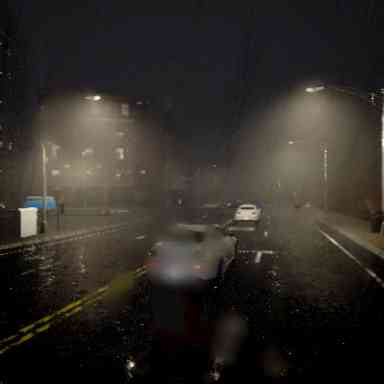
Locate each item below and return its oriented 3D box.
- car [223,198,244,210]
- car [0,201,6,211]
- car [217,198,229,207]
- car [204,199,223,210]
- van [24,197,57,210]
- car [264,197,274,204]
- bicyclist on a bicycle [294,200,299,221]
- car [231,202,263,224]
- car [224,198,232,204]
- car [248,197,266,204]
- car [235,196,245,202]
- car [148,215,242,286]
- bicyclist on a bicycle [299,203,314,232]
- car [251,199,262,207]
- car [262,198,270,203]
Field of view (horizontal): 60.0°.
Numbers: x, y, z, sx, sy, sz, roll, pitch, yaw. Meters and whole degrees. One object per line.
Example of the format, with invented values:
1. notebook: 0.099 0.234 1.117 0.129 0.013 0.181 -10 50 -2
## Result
1. car: 6.491 2.020 51.581 2.033 1.411 5.357 -1 -1 12
2. car: -23.868 1.328 36.871 5.566 2.045 2.150 1 0 -16
3. car: 6.320 2.109 67.436 1.882 1.535 5.008 -1 -1 11
4. car: 3.139 2.101 51.408 1.895 1.301 4.718 -1 -1 12
5. van: -19.994 1.530 44.020 3.998 1.788 1.690 1 -2 -16
6. car: 17.914 2.114 77.342 1.837 1.490 4.892 -1 -1 9
7. bicyclist on a bicycle: 9.152 1.587 28.800 0.659 1.776 1.843 -1 0 13
8. car: 4.589 1.766 27.092 1.812 1.442 4.674 -1 -1 14
9. car: 9.042 2.240 83.644 1.882 1.535 5.008 -1 -1 9
10. car: 8.540 1.859 44.540 1.882 1.535 5.008 -1 -1 12
11. car: 9.614 1.823 67.385 2.150 2.045 5.566 -1 -1 10
12. car: 0.196 1.628 9.778 1.812 1.442 4.674 -1 -1 15
13. bicyclist on a bicycle: 7.011 1.517 19.979 0.659 1.776 1.843 -1 0 14
14. car: 12.147 2.054 62.675 1.812 1.442 4.674 -1 -1 11
15. car: 19.603 2.297 88.283 1.895 1.301 4.718 -1 -1 8
